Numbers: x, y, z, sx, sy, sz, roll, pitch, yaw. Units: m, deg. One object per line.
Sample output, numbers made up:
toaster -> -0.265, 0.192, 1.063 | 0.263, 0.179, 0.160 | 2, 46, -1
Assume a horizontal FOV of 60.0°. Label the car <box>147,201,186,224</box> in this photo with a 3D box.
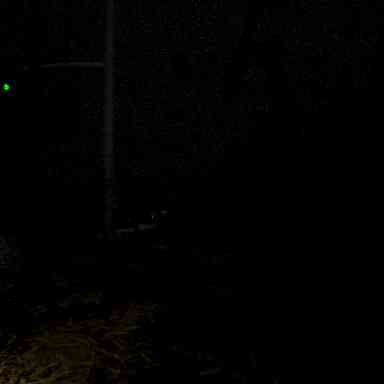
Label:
car -> -1.201, 1.416, 24.261 | 2.128, 1.511, 4.902 | 0, 0, 35
